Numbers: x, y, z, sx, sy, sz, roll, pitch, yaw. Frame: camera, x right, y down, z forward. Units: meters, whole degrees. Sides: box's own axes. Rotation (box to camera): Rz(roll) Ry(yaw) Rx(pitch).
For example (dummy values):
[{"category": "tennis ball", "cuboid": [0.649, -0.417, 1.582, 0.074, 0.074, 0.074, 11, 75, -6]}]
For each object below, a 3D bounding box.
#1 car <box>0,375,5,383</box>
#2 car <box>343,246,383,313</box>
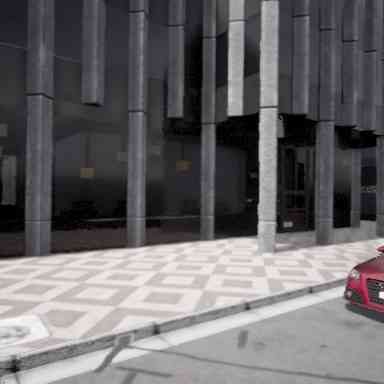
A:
[{"category": "car", "cuboid": [-3.236, 1.486, 1.124, 4.674, 1.442, 1.812, 1, 0, -35]}, {"category": "car", "cuboid": [5.054, 1.668, 6.939, 4.181, 1.385, 1.994, 1, 0, -35]}]
